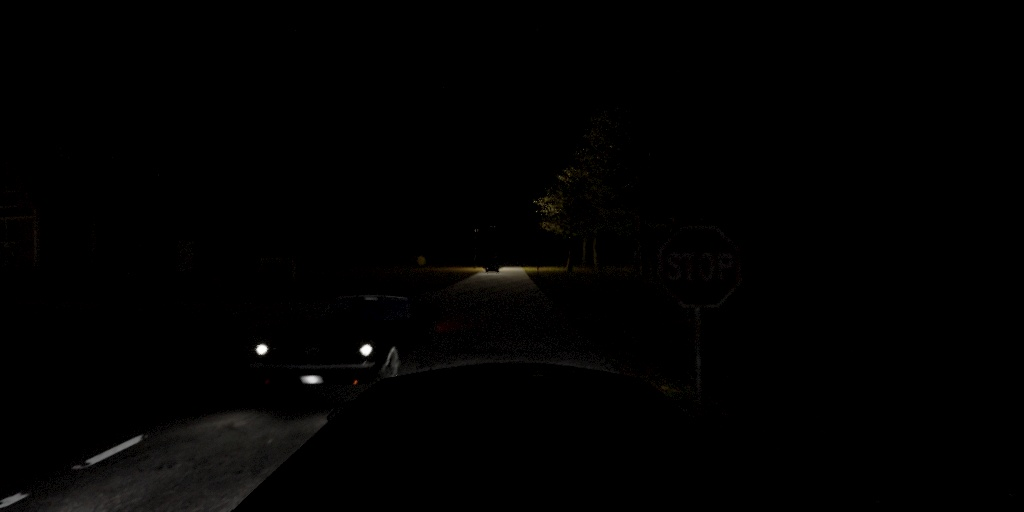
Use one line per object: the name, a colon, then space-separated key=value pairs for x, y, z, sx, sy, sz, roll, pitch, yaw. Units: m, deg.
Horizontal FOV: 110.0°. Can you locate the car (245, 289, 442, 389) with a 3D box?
car: x=-2.742 y=1.385 z=7.105 sx=1.895 sy=1.301 sz=4.718 roll=0 pitch=0 yaw=0

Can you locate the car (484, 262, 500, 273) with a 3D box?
car: x=-2.745 y=1.591 z=50.190 sx=1.837 sy=1.490 sz=4.892 roll=0 pitch=0 yaw=0
